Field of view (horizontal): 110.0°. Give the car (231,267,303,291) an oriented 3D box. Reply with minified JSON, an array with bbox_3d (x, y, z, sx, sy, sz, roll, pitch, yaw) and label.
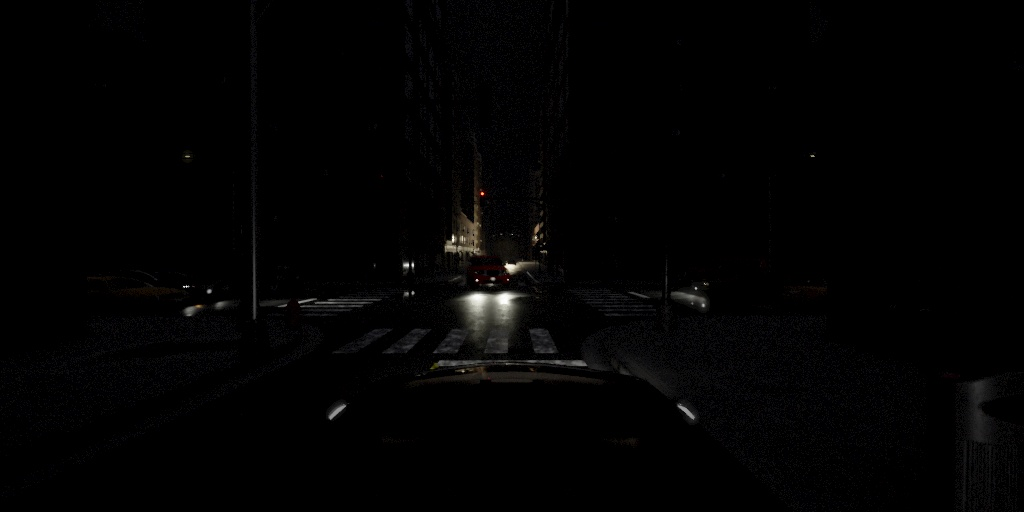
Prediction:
[{"bbox_3d":[-14.568,1.307,20.921,4.313,1.339,1.948,0,0,0],"label":"car"}]

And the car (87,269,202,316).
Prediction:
[{"bbox_3d":[-14.403,1.304,12.896,4.829,1.417,1.751,0,0,0],"label":"car"}]

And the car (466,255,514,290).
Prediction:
[{"bbox_3d":[-1.703,0.968,23.175,2.150,2.045,5.566,0,0,-13],"label":"car"}]

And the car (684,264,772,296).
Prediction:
[{"bbox_3d":[12.135,1.277,18.360,5.357,1.411,2.033,0,0,3],"label":"car"}]

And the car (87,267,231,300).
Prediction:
[{"bbox_3d":[-15.481,1.259,15.421,4.902,1.511,2.128,0,0,0],"label":"car"}]

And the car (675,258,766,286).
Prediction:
[{"bbox_3d":[12.315,1.032,20.936,5.009,1.841,2.192,0,0,0],"label":"car"}]

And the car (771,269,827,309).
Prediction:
[{"bbox_3d":[12.481,1.280,12.910,4.829,1.417,1.751,0,0,0],"label":"car"}]
